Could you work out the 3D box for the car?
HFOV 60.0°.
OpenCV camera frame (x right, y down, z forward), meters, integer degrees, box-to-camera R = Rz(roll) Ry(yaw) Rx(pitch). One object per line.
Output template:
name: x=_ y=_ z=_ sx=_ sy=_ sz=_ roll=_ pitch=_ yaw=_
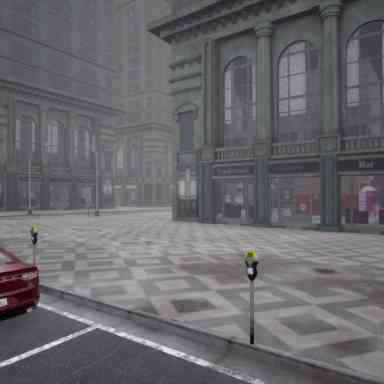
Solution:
car: x=-4.713 y=1.546 z=6.316 sx=4.507 sy=1.381 sz=1.887 roll=0 pitch=0 yaw=35
